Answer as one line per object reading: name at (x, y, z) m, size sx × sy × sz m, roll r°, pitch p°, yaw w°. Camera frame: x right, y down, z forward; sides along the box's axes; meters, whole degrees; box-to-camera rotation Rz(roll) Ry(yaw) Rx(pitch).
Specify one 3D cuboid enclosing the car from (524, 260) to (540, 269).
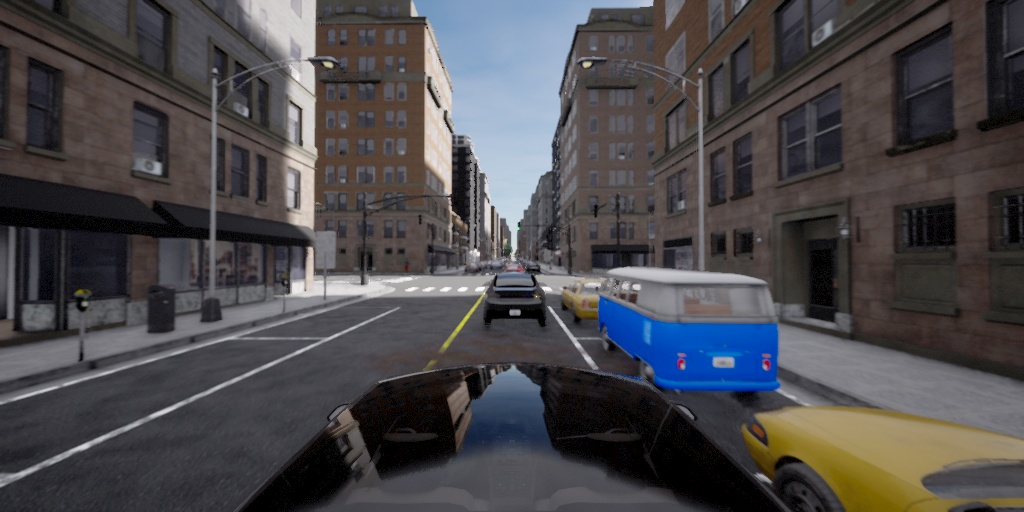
car at (2.966, 1.567, 49.715) m, size 1.948 × 1.339 × 4.313 m, roll 0°, pitch 0°, yaw 1°

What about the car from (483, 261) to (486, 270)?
car at (-5.491, 1.597, 55.346) m, size 1.948 × 1.339 × 4.313 m, roll 0°, pitch 0°, yaw 1°

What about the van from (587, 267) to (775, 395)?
van at (2.667, 1.116, 6.379) m, size 1.690 × 1.789 × 3.998 m, roll 0°, pitch 0°, yaw 0°

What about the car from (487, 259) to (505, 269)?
car at (-2.639, 1.577, 59.286) m, size 1.812 × 1.442 × 4.674 m, roll 0°, pitch 0°, yaw 1°

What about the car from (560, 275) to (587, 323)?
car at (2.665, 1.330, 12.222) m, size 1.751 × 1.417 × 4.829 m, roll 0°, pitch 0°, yaw 0°

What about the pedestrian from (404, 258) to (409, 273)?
pedestrian at (-12.373, 1.112, 42.087) m, size 0.375 × 1.860 × 0.375 m, roll 0°, pitch -1°, yaw 0°

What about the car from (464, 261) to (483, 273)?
car at (-5.560, 1.585, 49.817) m, size 1.802 × 1.307 × 4.207 m, roll 0°, pitch 0°, yaw 1°

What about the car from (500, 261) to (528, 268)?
car at (0.159, 1.431, 30.955) m, size 1.812 × 1.442 × 4.674 m, roll 0°, pitch 0°, yaw 1°

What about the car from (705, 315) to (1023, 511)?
car at (2.669, 1.270, 0.875) m, size 1.751 × 1.417 × 4.829 m, roll 0°, pitch 0°, yaw 0°

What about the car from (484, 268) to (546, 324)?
car at (0.090, 1.309, 12.112) m, size 1.837 × 1.490 × 4.892 m, roll 0°, pitch -1°, yaw 0°

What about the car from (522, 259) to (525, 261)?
car at (3.102, 1.608, 60.776) m, size 2.007 × 1.370 × 4.403 m, roll 0°, pitch 0°, yaw 1°

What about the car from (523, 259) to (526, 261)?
car at (3.034, 1.575, 55.246) m, size 1.888 × 1.381 × 4.507 m, roll 0°, pitch 0°, yaw 1°
